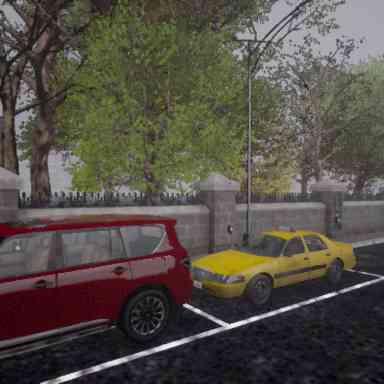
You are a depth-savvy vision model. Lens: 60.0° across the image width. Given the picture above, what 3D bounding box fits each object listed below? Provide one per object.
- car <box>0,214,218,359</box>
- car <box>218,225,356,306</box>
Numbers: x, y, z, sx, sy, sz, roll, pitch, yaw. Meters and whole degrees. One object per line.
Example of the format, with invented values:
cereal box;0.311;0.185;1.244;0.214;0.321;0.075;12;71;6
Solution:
car;-2.293;1.314;4.919;5.009;1.841;2.192;0;0;-35
car;2.077;1.525;8.038;4.829;1.417;1.752;0;0;-35
